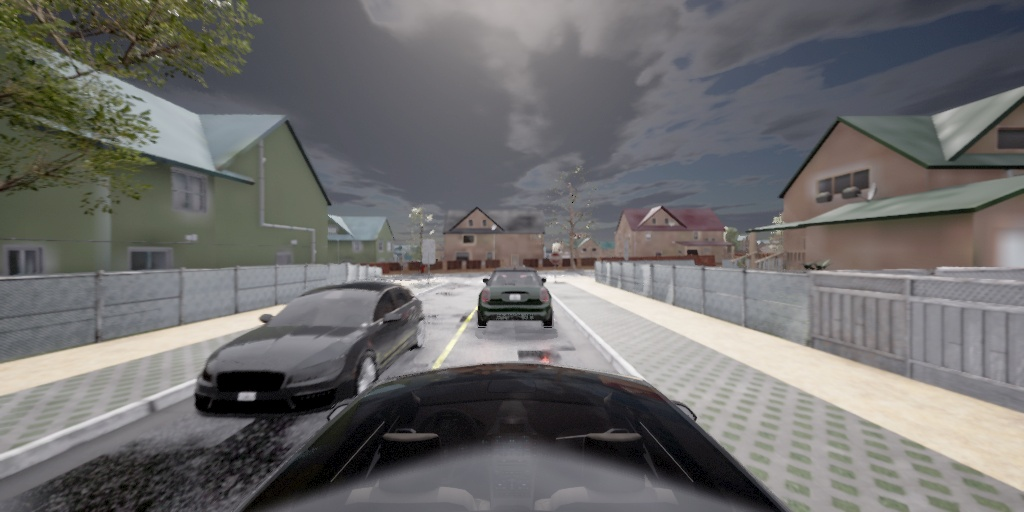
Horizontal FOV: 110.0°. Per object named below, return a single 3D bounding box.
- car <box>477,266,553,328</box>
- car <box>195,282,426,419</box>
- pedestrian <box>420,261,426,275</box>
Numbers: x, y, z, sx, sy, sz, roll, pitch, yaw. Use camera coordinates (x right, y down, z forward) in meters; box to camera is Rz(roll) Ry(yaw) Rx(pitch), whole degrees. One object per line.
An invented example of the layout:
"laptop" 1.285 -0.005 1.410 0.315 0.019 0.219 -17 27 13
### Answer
"car" 0.088 1.121 11.653 2.097 1.767 4.553 0 0 0
"car" -2.848 1.262 6.281 1.837 1.490 4.892 0 0 0
"pedestrian" -9.646 1.104 38.722 0.375 1.860 0.375 0 2 0
